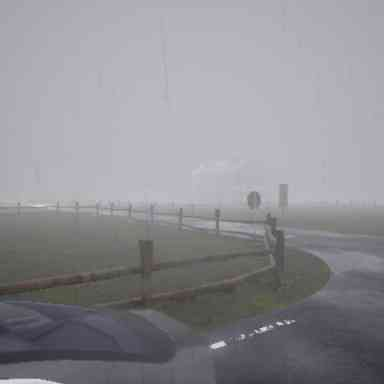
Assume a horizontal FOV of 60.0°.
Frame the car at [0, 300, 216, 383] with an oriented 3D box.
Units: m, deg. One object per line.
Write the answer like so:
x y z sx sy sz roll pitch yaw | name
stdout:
-2.017 1.488 1.517 4.902 1.511 2.128 0 0 -35 | car
